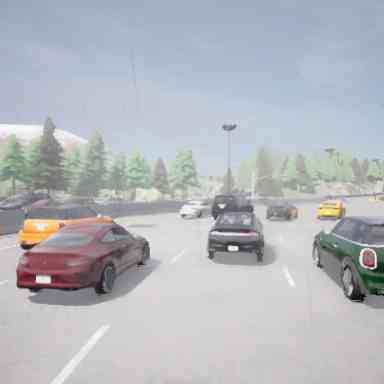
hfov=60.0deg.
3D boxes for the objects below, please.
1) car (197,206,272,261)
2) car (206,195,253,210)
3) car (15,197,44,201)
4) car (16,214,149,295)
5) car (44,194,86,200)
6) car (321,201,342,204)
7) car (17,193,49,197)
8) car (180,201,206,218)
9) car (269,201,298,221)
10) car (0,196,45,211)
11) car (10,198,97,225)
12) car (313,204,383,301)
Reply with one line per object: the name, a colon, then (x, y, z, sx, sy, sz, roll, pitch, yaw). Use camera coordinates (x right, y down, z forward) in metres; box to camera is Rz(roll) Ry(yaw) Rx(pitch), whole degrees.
car: (1.768, 1.499, 12.481, 2.128, 1.511, 4.902, 0, 0, 12)
car: (3.471, 1.235, 27.718, 2.150, 2.045, 5.566, 0, 0, 26)
car: (-13.989, 1.452, 31.783, 1.812, 1.442, 4.674, 0, 0, 24)
car: (-2.518, 1.512, 8.672, 1.812, 1.442, 4.674, 0, 0, 9)
car: (-10.727, 1.294, 30.513, 2.097, 1.767, 4.553, 0, 0, 24)
car: (12.353, 1.535, 29.315, 1.882, 1.535, 5.008, 0, 0, 31)
car: (-18.753, 1.123, 38.247, 2.150, 2.045, 5.566, 0, 0, 27)
car: (0.566, 1.524, 29.610, 1.812, 1.442, 4.674, 0, 0, 26)
car: (7.715, 1.526, 28.200, 2.128, 1.511, 4.902, 0, 0, 28)
car: (-16.976, 1.458, 33.888, 2.033, 1.411, 5.357, 0, 0, 24)
car: (-4.994, 1.325, 14.052, 2.097, 1.767, 4.553, 0, 0, 12)
car: (4.532, 1.373, 8.406, 2.097, 1.767, 4.553, 0, 0, 9)
